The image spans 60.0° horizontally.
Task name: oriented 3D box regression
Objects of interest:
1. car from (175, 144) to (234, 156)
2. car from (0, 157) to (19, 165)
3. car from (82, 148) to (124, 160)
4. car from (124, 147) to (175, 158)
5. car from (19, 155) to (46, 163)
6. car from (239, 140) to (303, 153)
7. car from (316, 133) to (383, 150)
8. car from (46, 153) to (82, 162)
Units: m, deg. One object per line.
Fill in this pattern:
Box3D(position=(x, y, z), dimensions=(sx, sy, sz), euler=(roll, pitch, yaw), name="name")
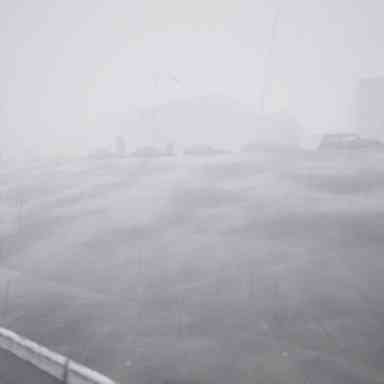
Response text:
Box3D(position=(1.320, -3.333, 28.412), dimensions=(4.674, 1.452, 2.002), euler=(1, 1, 28), name="car")
Box3D(position=(-22.643, -3.727, 42.609), dimensions=(4.892, 1.521, 2.231), euler=(1, 0, 34), name="car")
Box3D(position=(-8.535, -3.643, 33.827), dimensions=(4.553, 1.767, 2.185), euler=(1, 1, 31), name="car")
Box3D(position=(-3.543, -3.414, 31.023), dimensions=(4.792, 1.488, 2.163), euler=(1, 1, 29), name="car")
Box3D(position=(-17.997, -3.620, 39.578), dimensions=(4.674, 1.452, 2.002), euler=(1, 0, 33), name="car")
Box3D(position=(6.151, -3.300, 25.951), dimensions=(4.892, 1.521, 2.231), euler=(1, 0, 27), name="car")
Box3D(position=(11.230, -3.334, 23.505), dimensions=(4.553, 1.767, 2.185), euler=(1, 1, 26), name="car")
Box3D(position=(-13.287, -3.589, 36.646), dimensions=(5.008, 1.535, 2.097), euler=(1, 1, 32), name="car")
